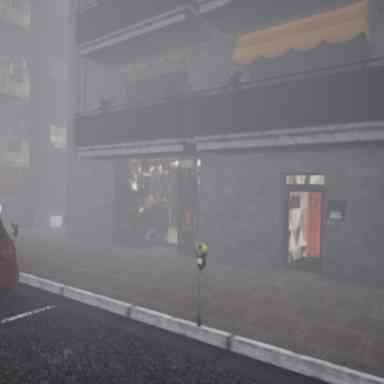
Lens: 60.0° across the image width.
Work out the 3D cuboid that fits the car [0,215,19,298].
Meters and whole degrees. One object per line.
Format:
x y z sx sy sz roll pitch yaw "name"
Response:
-5.525 1.216 6.788 5.009 1.841 2.192 1 1 35 "car"
